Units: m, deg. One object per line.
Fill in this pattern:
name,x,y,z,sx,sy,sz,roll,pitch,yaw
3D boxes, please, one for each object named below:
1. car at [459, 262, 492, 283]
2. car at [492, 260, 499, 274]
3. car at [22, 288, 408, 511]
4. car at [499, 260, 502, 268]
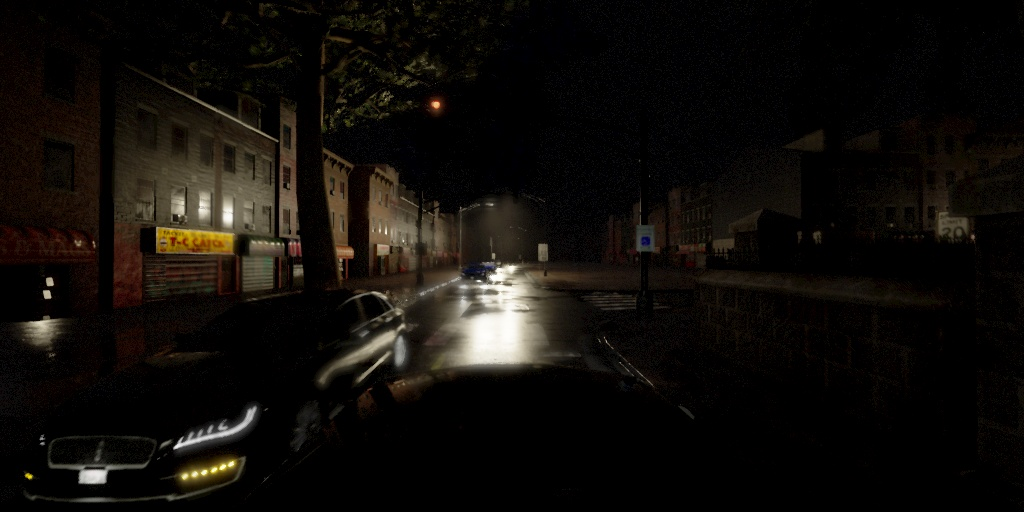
car,-2.803,1.287,27.877,1.812,1.442,4.674,0,0,0
car,-2.776,1.375,41.054,1.895,1.301,4.718,0,0,0
car,-2.844,1.256,4.868,1.837,1.490,4.892,0,0,0
car,-2.641,1.395,62.534,2.033,1.411,5.357,0,0,0
